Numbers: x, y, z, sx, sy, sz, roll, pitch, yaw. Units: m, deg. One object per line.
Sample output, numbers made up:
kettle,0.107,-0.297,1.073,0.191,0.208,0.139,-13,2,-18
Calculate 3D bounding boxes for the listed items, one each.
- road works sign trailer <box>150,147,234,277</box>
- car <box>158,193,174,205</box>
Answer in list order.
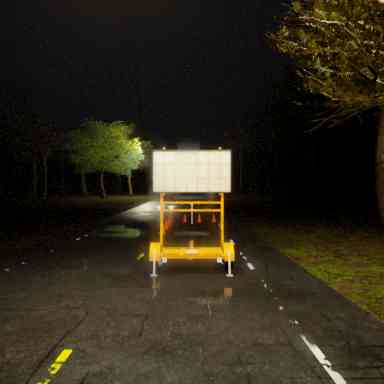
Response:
road works sign trailer,0.000,0.432,10.157,2.380,3.560,2.880,0,0,0
car,-3.503,0.982,45.216,1.837,1.490,4.892,0,1,0
